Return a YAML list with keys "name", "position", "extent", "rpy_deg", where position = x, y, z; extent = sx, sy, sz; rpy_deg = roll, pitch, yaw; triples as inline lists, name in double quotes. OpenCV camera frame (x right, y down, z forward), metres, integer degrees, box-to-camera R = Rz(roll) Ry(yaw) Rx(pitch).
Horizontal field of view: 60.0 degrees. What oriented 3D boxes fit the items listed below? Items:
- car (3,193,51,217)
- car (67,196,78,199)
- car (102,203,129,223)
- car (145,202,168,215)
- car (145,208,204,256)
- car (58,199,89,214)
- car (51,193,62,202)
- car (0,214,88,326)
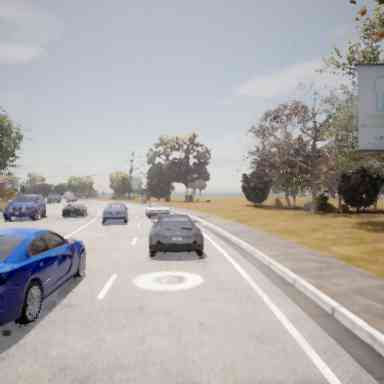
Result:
- name: "car"
  position: [-13.535, 1.230, 27.381]
  extent: [2.150, 2.045, 5.566]
  rpy_deg: [0, 0, -12]
- name: "car"
  position: [-24.638, 1.503, 68.501]
  extent: [2.033, 1.411, 5.357]
  rpy_deg: [0, 0, -27]
- name: "car"
  position: [-5.906, 1.550, 25.850]
  extent: [2.033, 1.411, 5.357]
  rpy_deg: [0, 0, -10]
- name: "car"
  position: [-3.199, 1.600, 30.123]
  extent: [1.895, 1.301, 4.718]
  rpy_deg: [0, 0, -12]
- name: "car"
  position: [-0.694, 1.562, 13.269]
  extent: [1.994, 1.385, 4.181]
  rpy_deg: [0, 0, -5]
- name: "car"
  position: [-10.589, 1.606, 30.308]
  extent: [1.895, 1.301, 4.718]
  rpy_deg: [0, 0, -12]
- name: "car"
  position: [-27.277, 1.199, 66.020]
  extent: [2.150, 2.045, 5.566]
  rpy_deg: [0, 0, -27]
- name: "car"
  position: [-3.720, 1.483, 7.088]
  extent: [1.882, 1.535, 5.008]
  rpy_deg: [0, 0, -3]
